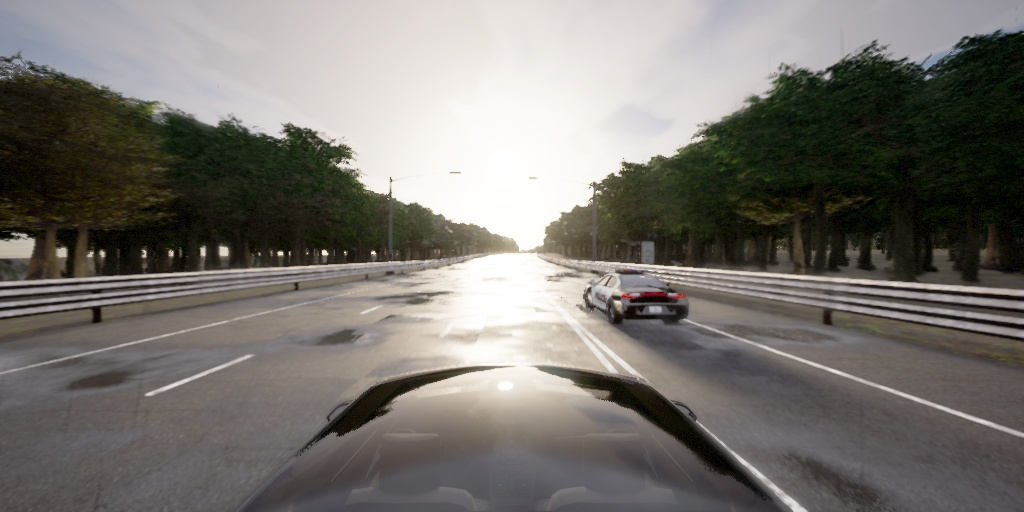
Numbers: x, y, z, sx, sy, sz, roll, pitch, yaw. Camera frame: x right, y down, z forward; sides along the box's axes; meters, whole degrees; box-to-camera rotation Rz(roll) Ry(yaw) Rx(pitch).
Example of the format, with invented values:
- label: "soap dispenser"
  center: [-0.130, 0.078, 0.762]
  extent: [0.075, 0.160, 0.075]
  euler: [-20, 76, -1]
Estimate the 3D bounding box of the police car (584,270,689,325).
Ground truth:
- label: "police car"
  center: [3.779, 1.248, 11.987]
  extent: [2.038, 1.542, 4.974]
  euler: [0, 0, -1]
